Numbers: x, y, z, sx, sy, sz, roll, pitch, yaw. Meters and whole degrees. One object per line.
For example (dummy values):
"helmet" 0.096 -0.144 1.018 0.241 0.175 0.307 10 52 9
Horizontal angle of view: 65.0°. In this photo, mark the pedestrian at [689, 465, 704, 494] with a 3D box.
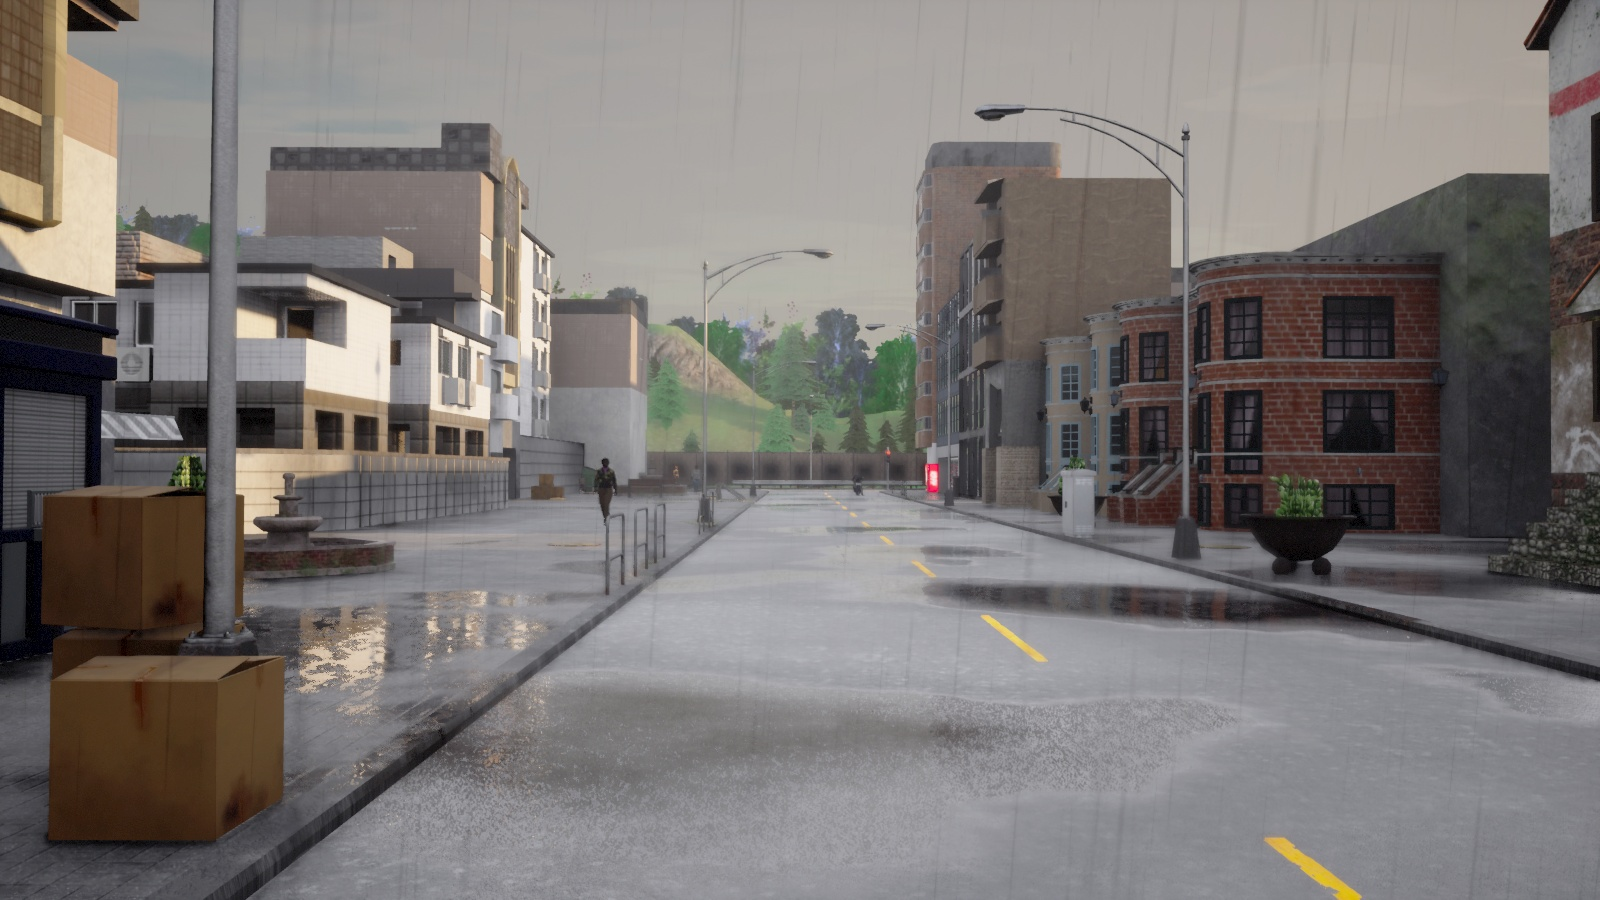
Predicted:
"pedestrian" -6.657 1.906 80.900 0.874 1.855 0.900 0 -1 -10
